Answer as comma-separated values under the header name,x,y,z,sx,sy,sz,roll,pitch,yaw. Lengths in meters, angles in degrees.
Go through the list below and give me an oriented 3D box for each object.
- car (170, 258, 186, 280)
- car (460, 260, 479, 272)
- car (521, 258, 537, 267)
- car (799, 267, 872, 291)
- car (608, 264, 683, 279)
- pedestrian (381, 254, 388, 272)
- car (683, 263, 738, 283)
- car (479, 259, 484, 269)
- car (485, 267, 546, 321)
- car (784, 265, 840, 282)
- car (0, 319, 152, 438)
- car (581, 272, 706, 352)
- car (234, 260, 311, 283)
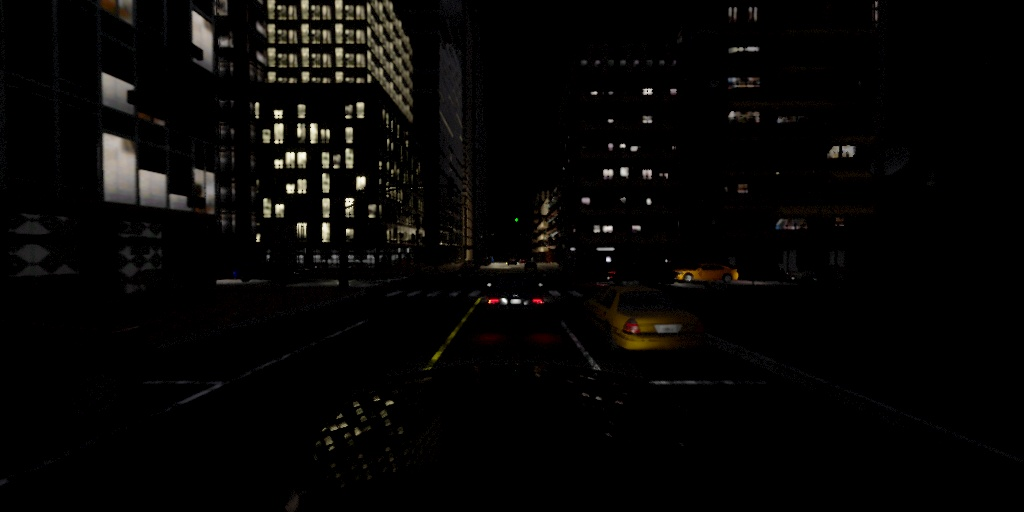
name,x,y,z,sx,sy,sz,roll,pitch,yaw
car,-27.065,1.035,26.558,4.902,1.511,2.128,1,1,1
car,-5.670,1.253,46.386,1.751,1.417,4.829,0,0,0
car,2.713,1.275,52.207,2.007,1.370,4.403,0,0,0
car,21.726,1.568,23.271,4.313,1.339,1.948,0,0,1
car,9.372,1.361,26.027,4.892,1.490,1.837,1,-1,-5
pedestrian,-12.532,0.662,35.076,0.375,1.860,0.375,0,0,1
car,15.535,1.330,29.142,5.008,1.535,1.882,0,1,1
car,-5.667,1.290,52.210,1.948,1.339,4.313,0,0,0
car,0.105,1.292,12.350,2.033,1.411,5.357,0,0,0
car,24.962,1.532,29.009,4.718,1.301,1.895,0,1,1
car,-5.820,1.294,3.014,1.888,1.381,4.507,0,0,0
car,2.823,1.272,8.767,1.751,1.417,4.829,0,0,0
car,-17.570,1.103,26.423,5.008,1.535,1.882,0,1,0
